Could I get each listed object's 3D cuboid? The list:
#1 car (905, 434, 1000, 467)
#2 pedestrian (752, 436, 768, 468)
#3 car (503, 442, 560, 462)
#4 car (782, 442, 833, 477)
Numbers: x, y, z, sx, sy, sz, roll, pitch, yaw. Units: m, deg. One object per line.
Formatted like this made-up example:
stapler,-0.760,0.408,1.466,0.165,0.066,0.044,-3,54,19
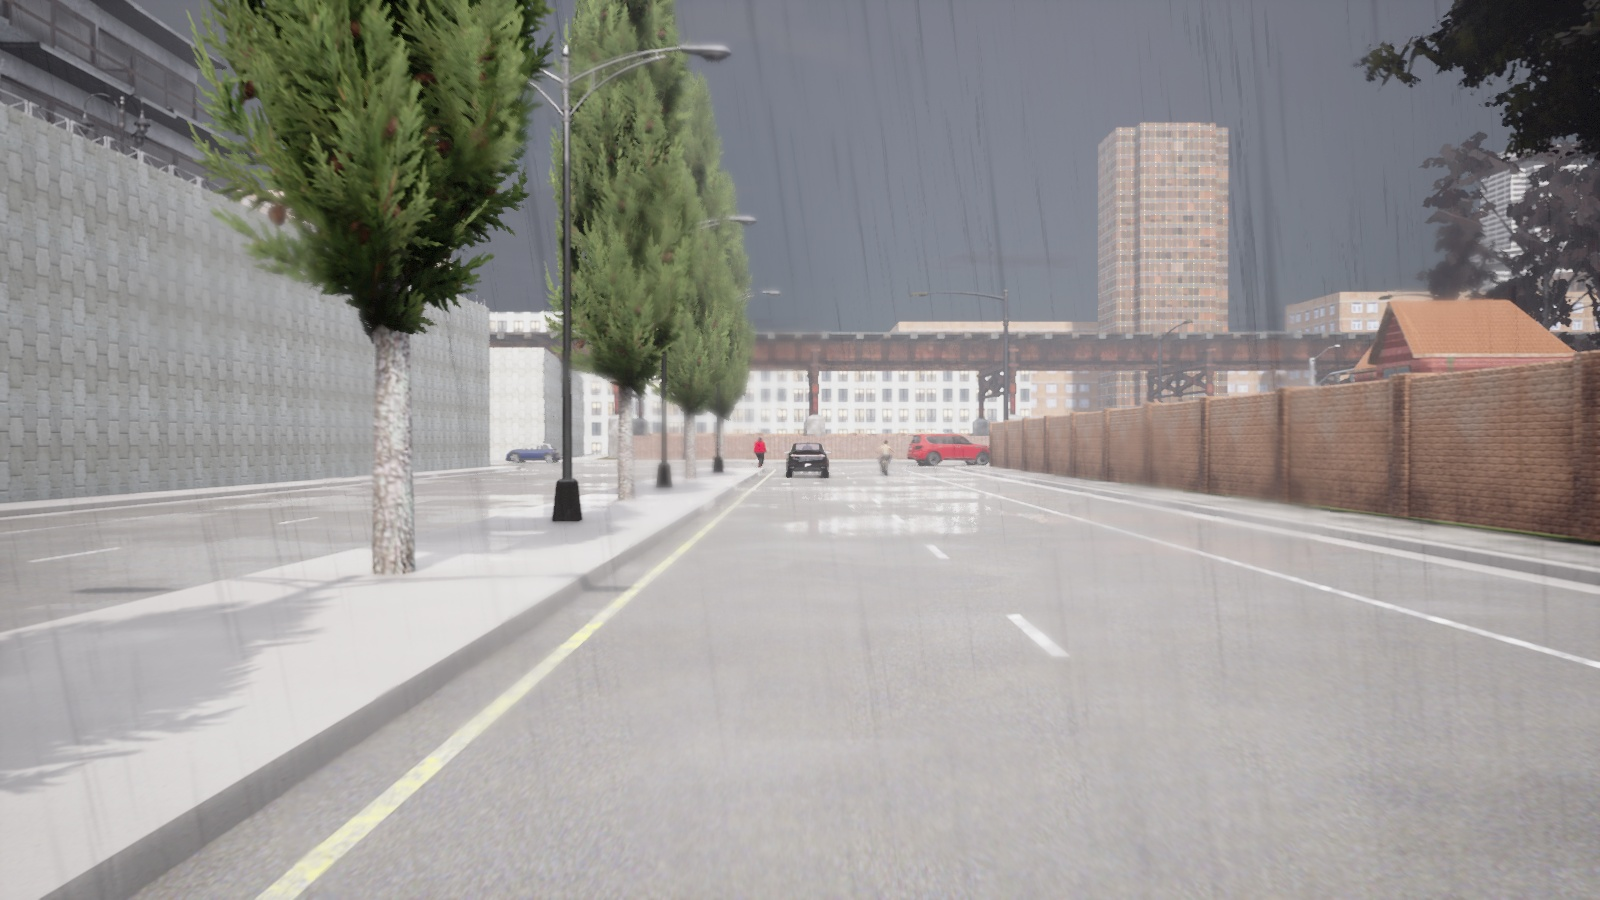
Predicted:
car,9.620,0.026,79.297,5.566,2.045,2.150,0,0,-12
pedestrian,-2.277,0.103,71.226,0.634,1.844,0.899,0,0,15
car,-20.013,0.168,93.673,3.806,1.475,1.970,0,0,1
car,0.331,0.390,55.478,2.128,1.511,4.902,0,0,0
